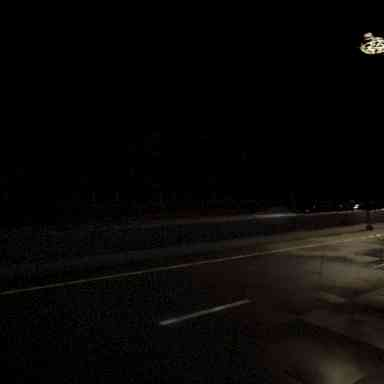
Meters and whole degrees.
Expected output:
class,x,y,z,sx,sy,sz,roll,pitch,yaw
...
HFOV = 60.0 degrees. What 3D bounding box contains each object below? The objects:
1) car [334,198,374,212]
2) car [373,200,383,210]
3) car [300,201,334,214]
class,x,y,z,sx,sy,sz,roll,pitch,yaw
car,16.567,1.355,32.996,4.553,1.767,2.097,0,0,-35
car,18.711,1.568,30.226,4.181,1.385,1.994,0,0,-35
car,13.557,1.604,35.152,4.718,1.301,1.895,0,0,-35
